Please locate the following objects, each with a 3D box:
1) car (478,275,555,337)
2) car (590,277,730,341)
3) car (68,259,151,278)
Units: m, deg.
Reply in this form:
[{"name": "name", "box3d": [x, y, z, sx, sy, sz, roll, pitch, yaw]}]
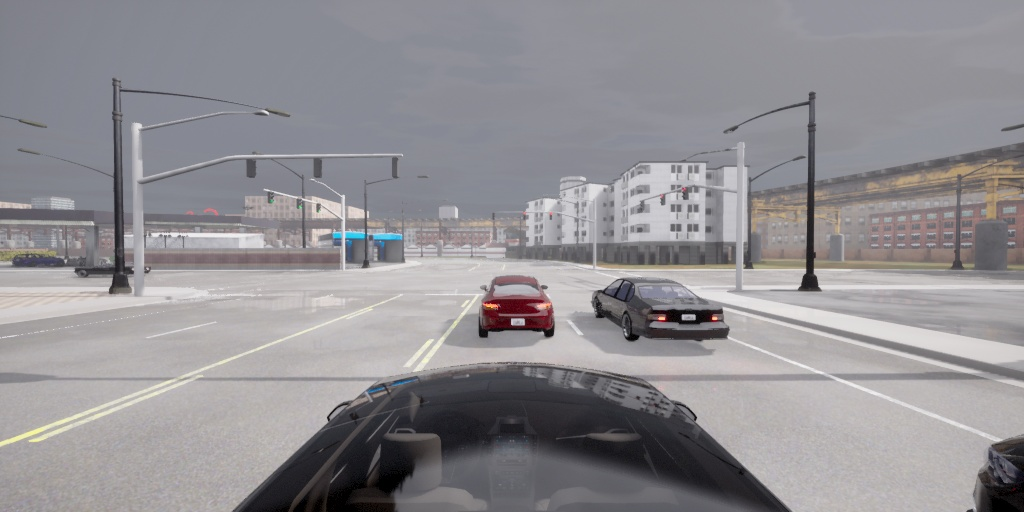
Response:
[{"name": "car", "box3d": [0.071, 1.256, 10.074, 1.812, 1.442, 4.674, 0, 0, -1]}, {"name": "car", "box3d": [3.582, 1.282, 9.790, 2.033, 1.411, 5.357, 0, 0, 0]}, {"name": "car", "box3d": [-33.700, 1.135, 30.268, 4.718, 1.301, 1.895, 0, 1, -1]}]
